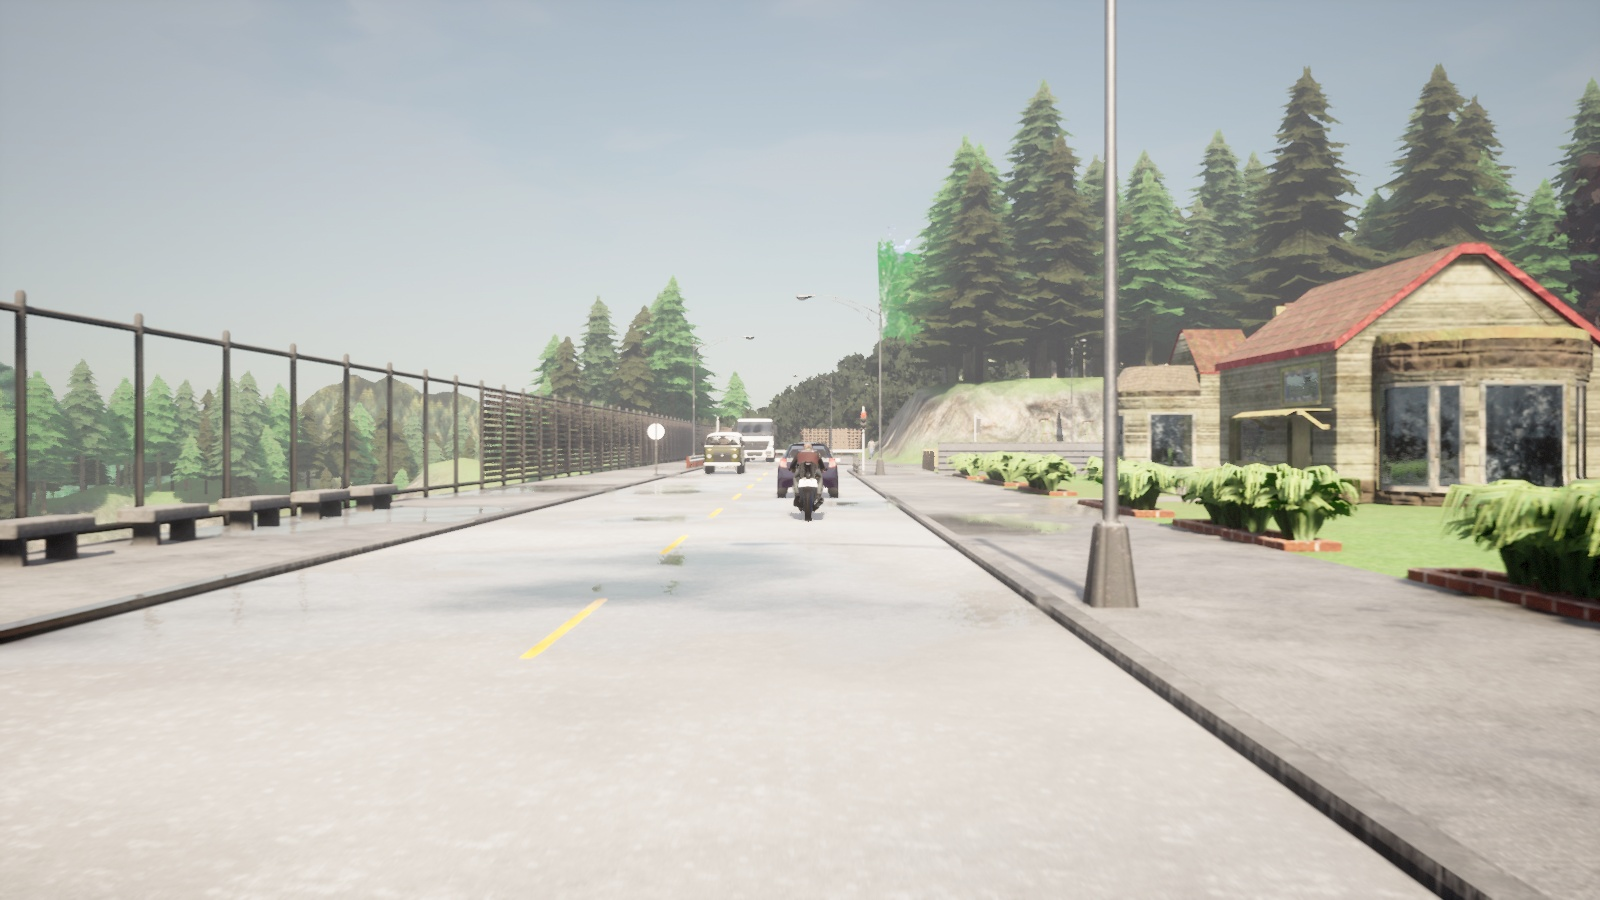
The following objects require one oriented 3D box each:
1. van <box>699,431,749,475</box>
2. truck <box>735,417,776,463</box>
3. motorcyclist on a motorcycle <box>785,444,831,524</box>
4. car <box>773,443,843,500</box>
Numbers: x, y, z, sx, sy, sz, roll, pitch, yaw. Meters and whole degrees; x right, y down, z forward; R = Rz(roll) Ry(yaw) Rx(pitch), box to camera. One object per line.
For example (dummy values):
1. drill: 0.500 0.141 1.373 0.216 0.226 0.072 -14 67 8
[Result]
1. van: -3.626 0.125 60.653 2.069 2.038 4.480 0 0 1
2. truck: -3.395 -0.793 98.402 2.891 3.462 7.936 0 0 0
3. motorcyclist on a motorcycle: 0.157 0.641 24.908 0.866 1.530 2.191 0 0 0
4. car: 0.216 0.564 34.940 1.845 1.501 3.633 0 0 0
